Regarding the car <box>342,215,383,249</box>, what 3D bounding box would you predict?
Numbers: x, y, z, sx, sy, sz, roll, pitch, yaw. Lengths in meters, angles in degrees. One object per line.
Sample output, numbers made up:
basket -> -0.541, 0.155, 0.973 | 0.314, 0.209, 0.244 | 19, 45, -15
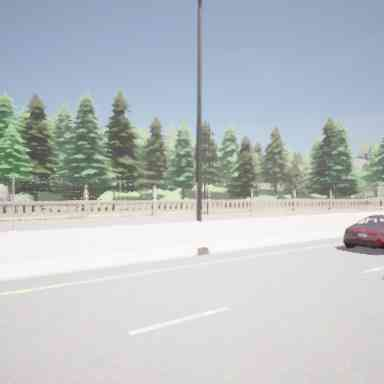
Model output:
car -> 8.196, 1.655, 13.926 | 4.181, 1.385, 1.994 | 1, 0, -35

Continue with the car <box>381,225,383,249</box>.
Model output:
car -> 7.759, 1.621, 9.347 | 5.357, 1.411, 2.033 | 0, 0, -35
